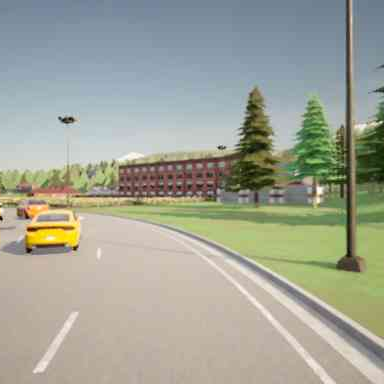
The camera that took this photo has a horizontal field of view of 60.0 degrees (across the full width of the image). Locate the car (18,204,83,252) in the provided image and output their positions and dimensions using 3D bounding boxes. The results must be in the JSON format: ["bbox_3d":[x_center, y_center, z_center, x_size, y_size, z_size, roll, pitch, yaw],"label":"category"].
[{"bbox_3d":[-5.790,1.515,14.261,1.882,1.535,5.008,0,0,-17],"label":"car"}]

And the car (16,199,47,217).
[{"bbox_3d":[-14.420,1.450,30.171,2.097,1.767,4.553,-1,0,-38],"label":"car"}]

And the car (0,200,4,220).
[{"bbox_3d":[-17.741,1.350,28.508,2.150,2.045,5.566,0,0,-39],"label":"car"}]
